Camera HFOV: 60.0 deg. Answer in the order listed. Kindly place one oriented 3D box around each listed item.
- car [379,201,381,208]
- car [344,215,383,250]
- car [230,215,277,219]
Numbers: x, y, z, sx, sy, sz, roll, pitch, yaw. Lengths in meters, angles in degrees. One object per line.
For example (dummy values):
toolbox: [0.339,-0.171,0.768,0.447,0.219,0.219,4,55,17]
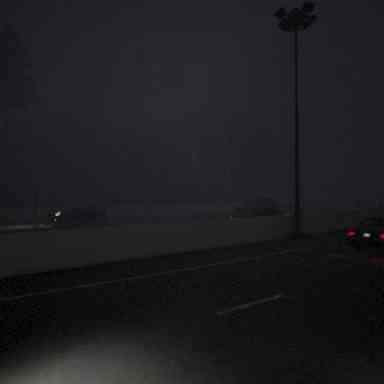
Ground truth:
car: [32.253,2.127,56.174,1.895,1.301,4.718,-1,-1,36]
car: [8.417,1.683,14.158,5.357,1.411,2.033,0,-1,-42]
car: [5.306,1.841,26.204,5.357,1.411,2.033,0,-1,-42]
